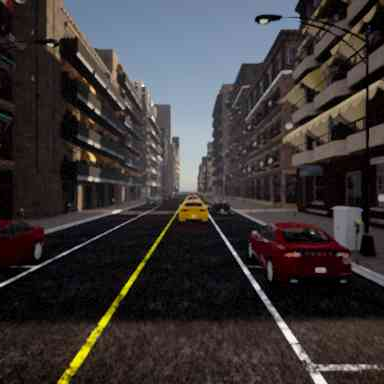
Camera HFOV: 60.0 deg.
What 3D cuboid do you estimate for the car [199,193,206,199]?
[{"bbox_3d":[2.709,1.018,88.098,1.802,1.307,4.206,0,0,0],"label":"car"}]

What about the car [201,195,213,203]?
[{"bbox_3d":[2.704,1.183,59.917,1.947,1.339,4.313,0,0,0],"label":"car"}]

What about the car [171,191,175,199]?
[{"bbox_3d":[-5.673,0.824,76.830,2.192,1.841,5.009,0,0,0],"label":"car"}]

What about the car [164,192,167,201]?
[{"bbox_3d":[-5.679,1.205,54.287,2.008,1.369,4.403,0,0,0],"label":"car"}]

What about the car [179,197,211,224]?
[{"bbox_3d":[0.105,1.331,23.115,1.882,1.535,5.008,0,0,0],"label":"car"}]

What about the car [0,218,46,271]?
[{"bbox_3d":[-5.687,1.486,9.198,1.887,1.381,4.507,0,0,0],"label":"car"}]

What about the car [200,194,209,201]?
[{"bbox_3d":[2.706,1.127,71.189,1.802,1.307,4.206,0,0,0],"label":"car"}]

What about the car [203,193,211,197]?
[{"bbox_3d":[2.703,1.178,54.450,1.752,1.417,4.829,0,0,0],"label":"car"}]

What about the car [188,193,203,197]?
[{"bbox_3d":[0.107,1.215,41.281,1.882,1.535,5.008,0,0,0],"label":"car"}]

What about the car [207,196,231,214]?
[{"bbox_3d":[2.698,1.349,31.736,2.008,1.369,4.403,0,0,0],"label":"car"}]

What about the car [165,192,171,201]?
[{"bbox_3d":[-5.676,1.126,65.559,1.887,1.381,4.507,0,0,0],"label":"car"}]

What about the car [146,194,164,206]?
[{"bbox_3d":[-5.679,1.241,48.650,2.008,1.369,4.403,0,0,0],"label":"car"}]

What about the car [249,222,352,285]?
[{"bbox_3d":[2.693,1.486,9.192,1.887,1.381,4.507,0,0,0],"label":"car"}]
